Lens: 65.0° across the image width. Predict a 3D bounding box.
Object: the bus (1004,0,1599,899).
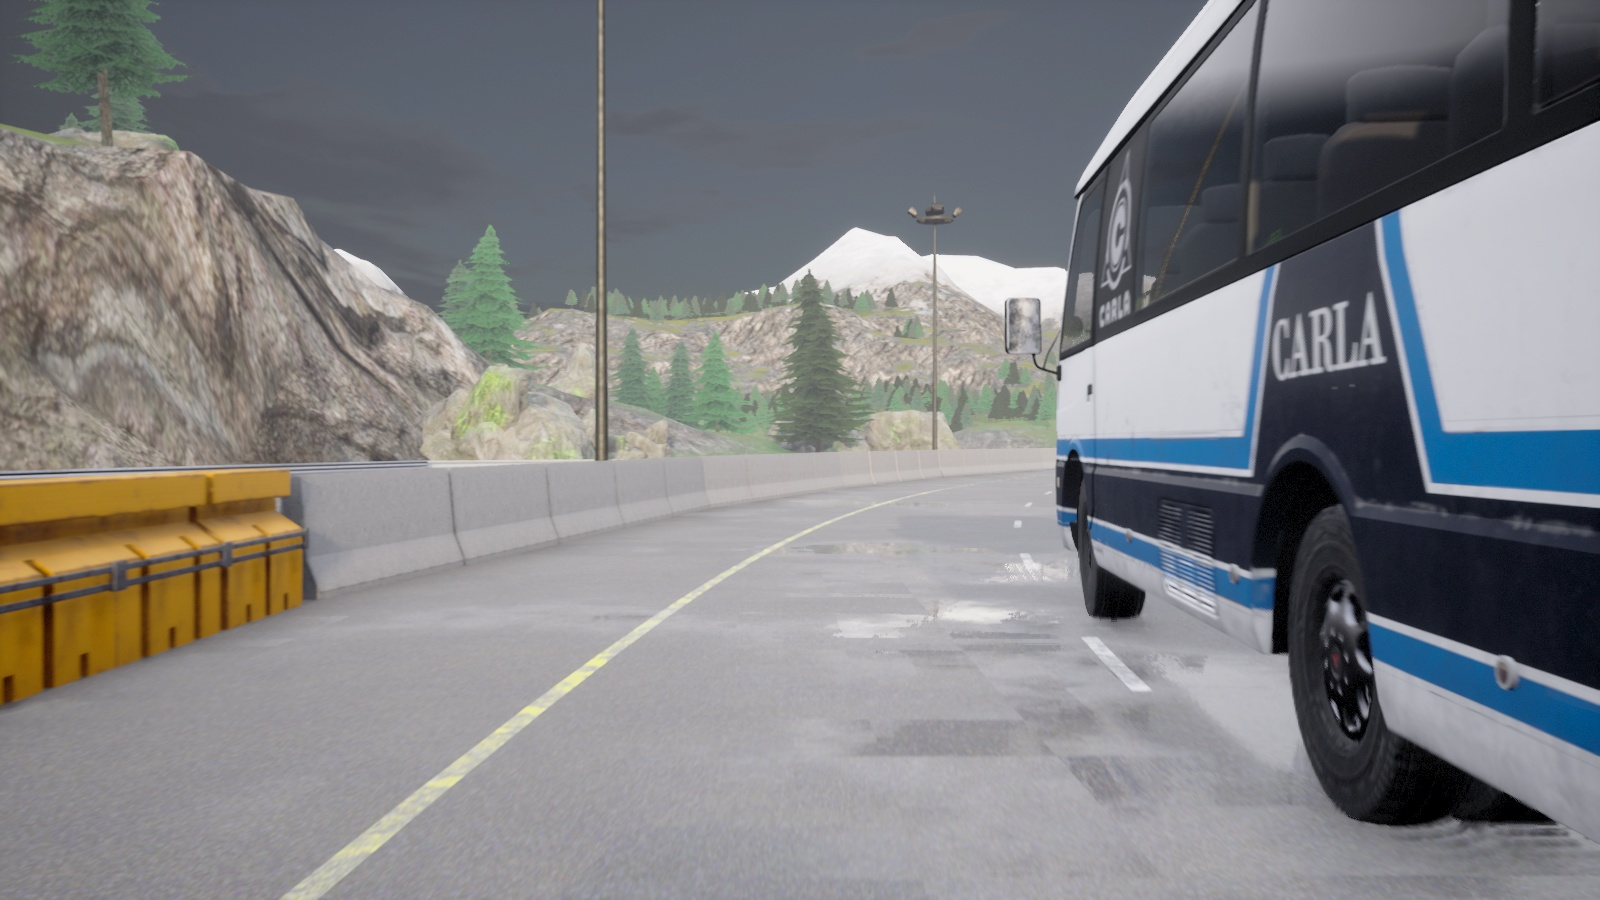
[{"bbox_3d":[3.784,-0.670,7.667,3.944,4.253,10.273,-1,0,4],"label":"bus"}]
